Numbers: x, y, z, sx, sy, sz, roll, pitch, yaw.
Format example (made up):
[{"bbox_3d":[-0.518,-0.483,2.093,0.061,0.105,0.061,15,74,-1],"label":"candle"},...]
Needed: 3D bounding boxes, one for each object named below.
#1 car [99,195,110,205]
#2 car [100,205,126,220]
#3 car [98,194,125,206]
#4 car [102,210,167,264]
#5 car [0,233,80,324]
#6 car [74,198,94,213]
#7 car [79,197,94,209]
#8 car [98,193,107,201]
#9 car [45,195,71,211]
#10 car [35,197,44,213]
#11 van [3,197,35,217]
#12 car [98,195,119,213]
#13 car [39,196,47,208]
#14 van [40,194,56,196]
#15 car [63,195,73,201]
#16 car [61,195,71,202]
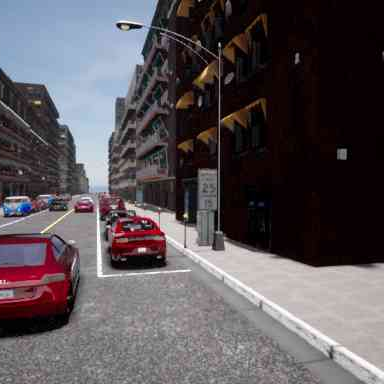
[{"bbox_3d":[-15.953,1.432,60.479,1.967,1.590,4.097,-1,0,-16],"label":"car"},{"bbox_3d":[-3.521,1.562,16.907,1.947,1.339,4.313,-1,0,-16],"label":"car"},{"bbox_3d":[-6.631,1.308,27.798,2.192,1.841,5.009,-1,0,-16],"label":"car"},{"bbox_3d":[-2.061,1.542,11.789,1.887,1.381,4.507,-1,0,-16],"label":"car"},{"bbox_3d":[-3.507,1.561,7.091,1.994,1.385,4.181,0,0,-16],"label":"car"},{"bbox_3d":[-12.073,1.554,37.328,1.994,1.385,4.181,0,0,-15],"label":"car"},{"bbox_3d":[-14.884,1.515,46.986,1.812,1.442,4.674,0,0,-16],"label":"car"},{"bbox_3d":[-23.724,1.311,87.710,2.192,1.841,5.009,-1,0,-16],"label":"car"},{"bbox_3d":[-16.049,1.492,40.118,1.837,1.490,4.892,0,0,-16],"label":"car"},{"bbox_3d":[-17.771,1.567,36.432,1.802,1.307,4.206,-1,0,-16],"label":"car"},{"bbox_3d":[-16.220,1.327,30.985,1.690,1.788,3.998,-1,0,-16],"label":"van"},{"bbox_3d":[-9.739,1.307,38.692,2.192,1.841,5.009,-1,0,-16],"label":"car"},{"bbox_3d":[-19.328,1.567,41.877,1.802,1.307,4.206,-1,0,-16],"label":"car"},{"bbox_3d":[-20.896,1.326,47.321,1.690,1.788,3.998,-1,0,-16],"label":"van"},{"bbox_3d":[-31.788,1.556,85.443,1.947,1.339,4.313,-1,0,-16],"label":"car"},{"bbox_3d":[-30.236,1.429,79.996,1.967,1.590,4.097,-1,0,-16],"label":"car"}]
